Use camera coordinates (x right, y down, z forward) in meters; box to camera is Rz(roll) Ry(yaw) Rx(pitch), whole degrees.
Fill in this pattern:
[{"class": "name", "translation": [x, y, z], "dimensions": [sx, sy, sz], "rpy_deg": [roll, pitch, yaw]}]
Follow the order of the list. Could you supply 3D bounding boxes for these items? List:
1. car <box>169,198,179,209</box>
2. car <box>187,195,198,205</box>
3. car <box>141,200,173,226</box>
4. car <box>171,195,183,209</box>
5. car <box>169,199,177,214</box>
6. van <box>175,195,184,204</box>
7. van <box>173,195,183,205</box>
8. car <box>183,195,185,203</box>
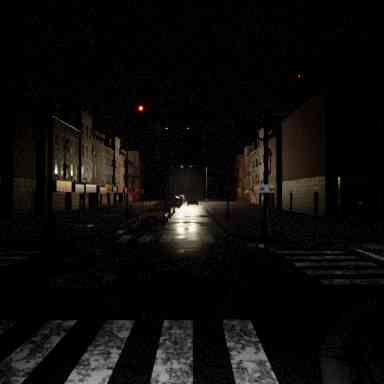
[{"class": "car", "translation": [-2.608, 1.617, 35.247], "dimensions": [1.802, 1.307, 4.206], "rpy_deg": [0, 0, 0]}, {"class": "car", "translation": [0.143, 1.696, 59.873], "dimensions": [1.895, 1.301, 4.718], "rpy_deg": [0, 0, 0]}, {"class": "car", "translation": [-2.616, 1.542, 23.867], "dimensions": [1.752, 1.417, 4.829], "rpy_deg": [0, 0, 0]}, {"class": "car", "translation": [-2.599, 1.500, 46.458], "dimensions": [1.967, 1.590, 4.097], "rpy_deg": [0, 0, 0]}, {"class": "car", "translation": [-2.612, 1.570, 29.642], "dimensions": [1.887, 1.381, 4.507], "rpy_deg": [0, 0, 0]}, {"class": "van", "translation": [-2.581, 1.463, 68.880], "dimensions": [1.690, 1.788, 3.998], "rpy_deg": [0, 0, 0]}, {"class": "van", "translation": [-2.585, 1.446, 63.275], "dimensions": [1.690, 1.788, 3.998], "rpy_deg": [0, 0, 0]}, {"class": "car", "translation": [-2.594, 1.514, 52.063], "dimensions": [1.967, 1.590, 4.097], "rpy_deg": [0, 0, 0]}]
